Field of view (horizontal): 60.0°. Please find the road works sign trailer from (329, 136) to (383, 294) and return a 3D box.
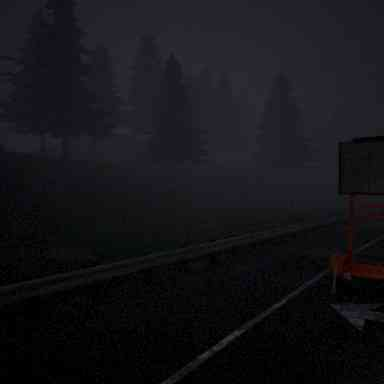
[{"bbox_3d":[4.786,0.468,7.840,2.380,3.560,2.880,0,0,38],"label":"road works sign trailer"}]
